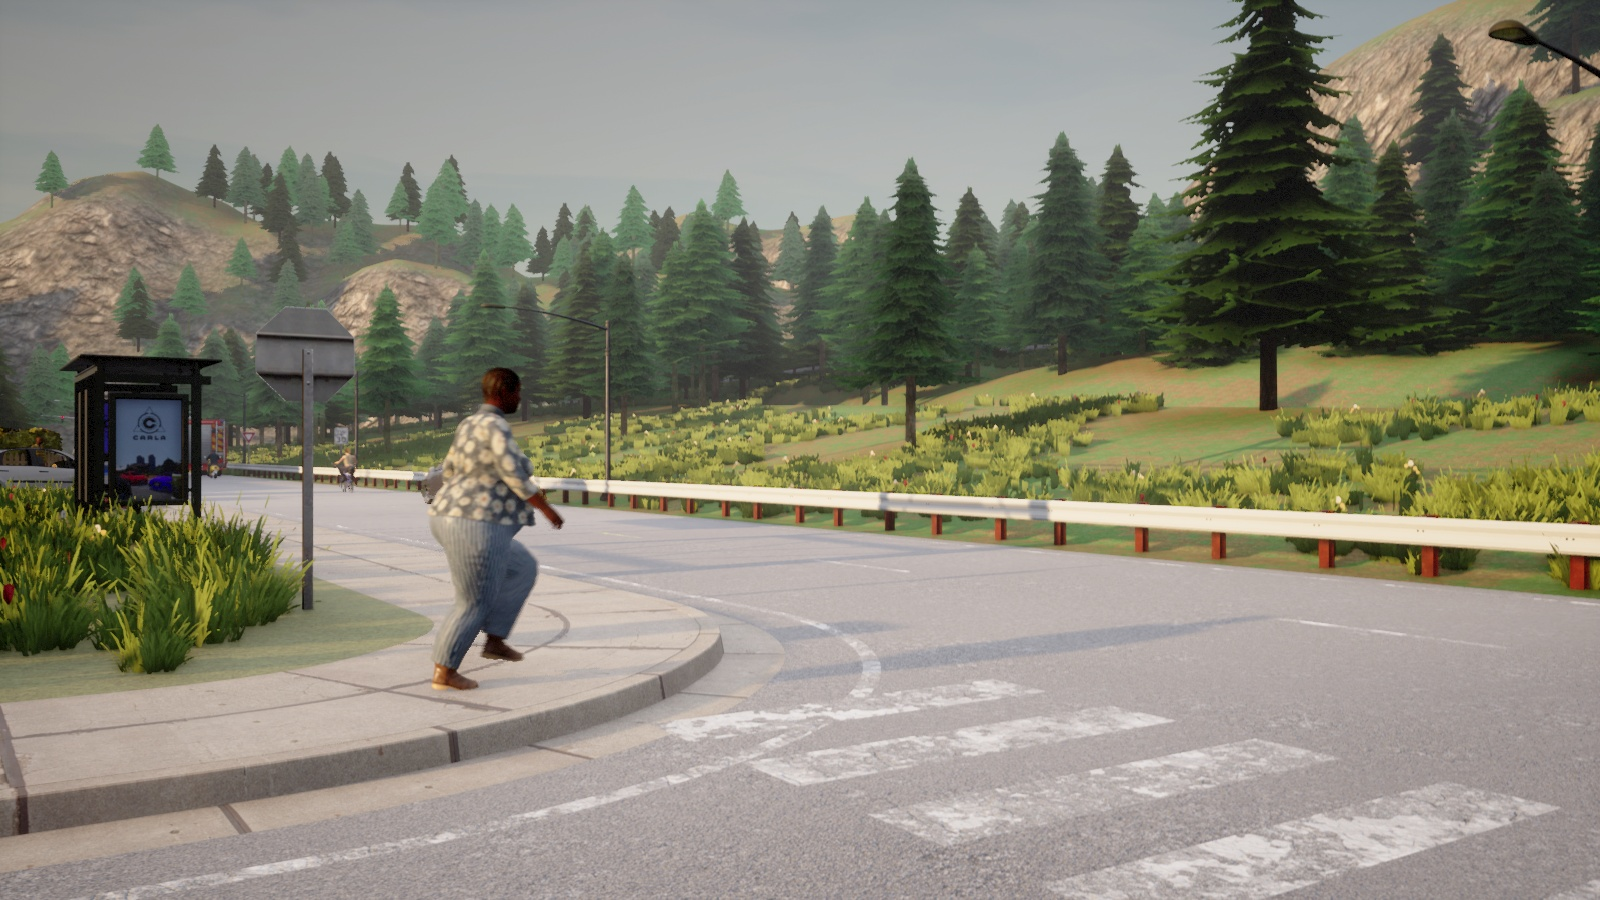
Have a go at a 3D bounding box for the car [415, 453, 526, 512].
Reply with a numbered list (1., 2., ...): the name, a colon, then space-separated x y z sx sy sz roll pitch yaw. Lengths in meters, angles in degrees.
1. car: -9.018 0.841 34.180 1.845 1.501 3.633 0 0 -34

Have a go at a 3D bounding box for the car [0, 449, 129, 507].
1. car: -21.814 0.773 36.398 3.988 1.617 1.851 0 0 -35

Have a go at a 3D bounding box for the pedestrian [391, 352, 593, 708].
1. pedestrian: -1.766 0.417 7.150 0.900 1.855 0.874 0 0 -30

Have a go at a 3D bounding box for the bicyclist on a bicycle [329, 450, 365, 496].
1. bicyclist on a bicycle: -16.211 0.804 44.918 0.866 1.612 1.509 0 0 -34

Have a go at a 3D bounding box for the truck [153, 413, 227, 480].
1. truck: -36.889 -0.179 75.752 2.891 3.827 8.468 0 0 -34
